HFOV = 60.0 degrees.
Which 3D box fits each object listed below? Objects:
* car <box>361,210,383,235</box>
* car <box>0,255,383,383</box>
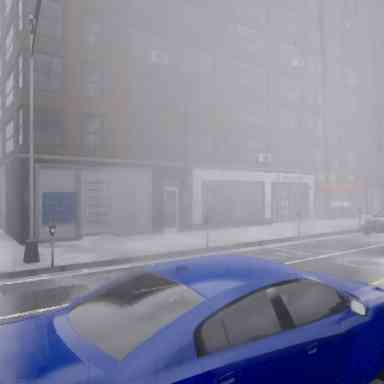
[{"bbox_3d":[10.616,1.582,17.470,4.206,1.307,1.802,0,0,-35],"label":"car"},{"bbox_3d":[0.579,1.477,3.692,5.008,1.535,1.882,0,0,-36],"label":"car"}]
